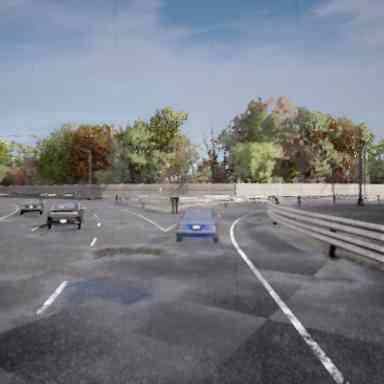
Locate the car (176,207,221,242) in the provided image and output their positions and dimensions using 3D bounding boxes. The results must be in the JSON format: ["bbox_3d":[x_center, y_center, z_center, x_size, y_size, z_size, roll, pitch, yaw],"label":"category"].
[{"bbox_3d":[0.359,1.415,15.675,2.033,1.411,5.357,0,0,4],"label":"car"}]

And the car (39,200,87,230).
[{"bbox_3d":[-7.488,1.330,20.108,2.128,1.511,4.902,0,0,-15],"label":"car"}]

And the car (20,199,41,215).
[{"bbox_3d":[-14.686,1.304,30.757,2.033,1.411,5.357,0,1,-22],"label":"car"}]
